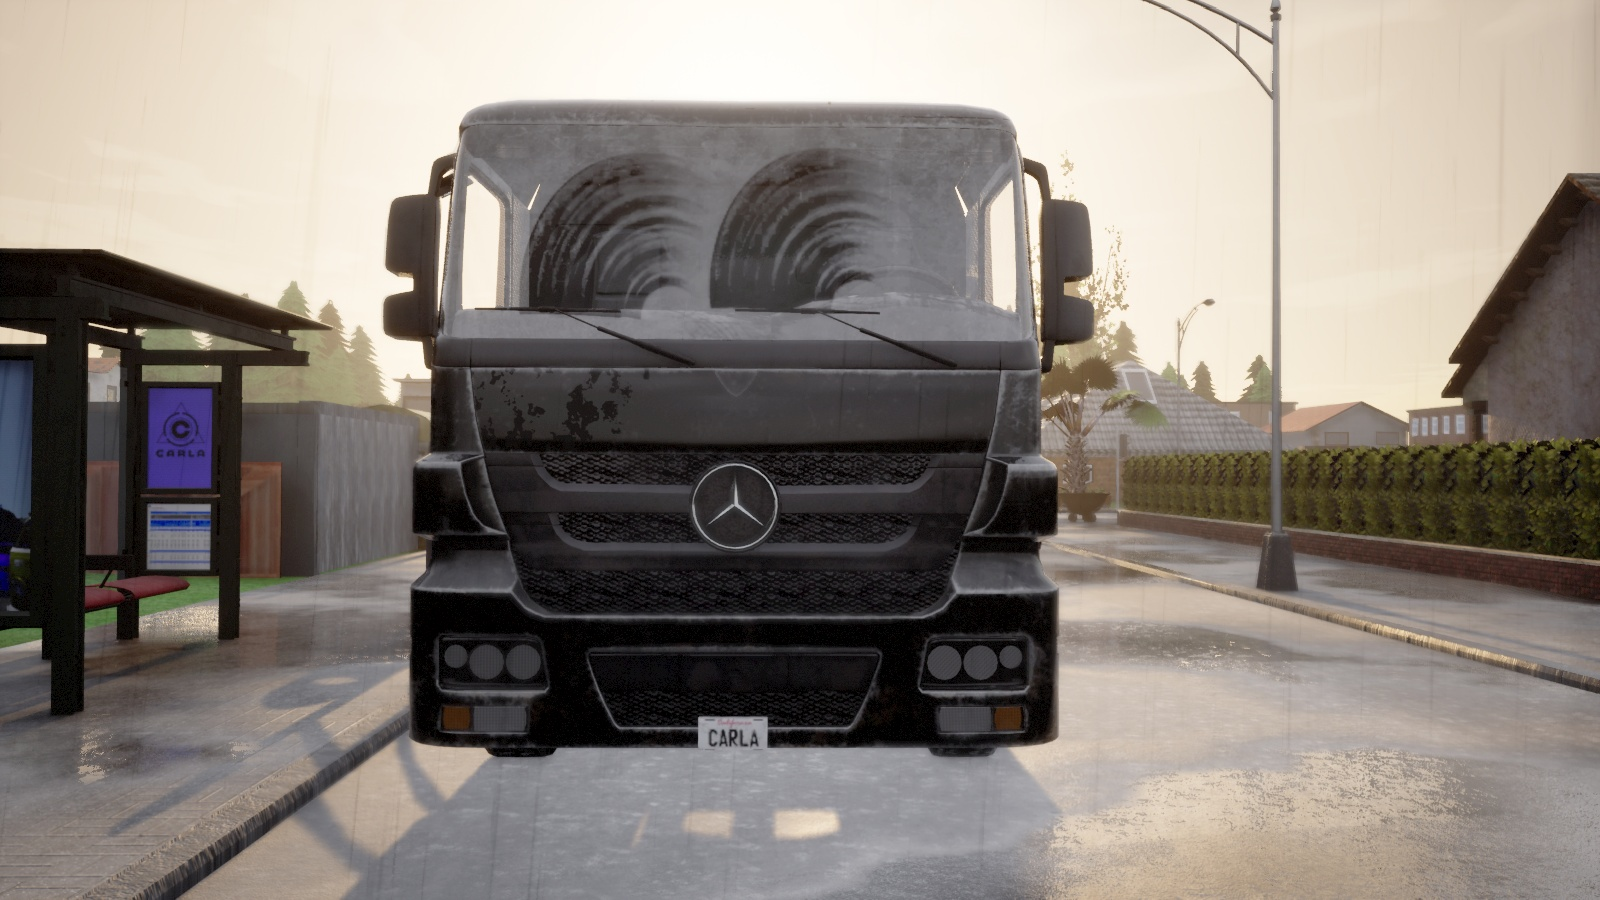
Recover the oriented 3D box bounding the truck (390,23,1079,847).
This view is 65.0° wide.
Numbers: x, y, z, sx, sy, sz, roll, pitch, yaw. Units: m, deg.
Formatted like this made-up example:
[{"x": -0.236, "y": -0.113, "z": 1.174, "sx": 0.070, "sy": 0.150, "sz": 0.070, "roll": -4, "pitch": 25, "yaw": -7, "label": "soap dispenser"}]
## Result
[{"x": -0.345, "y": -0.011, "z": 9.266, "sx": 2.891, "sy": 3.462, "sz": 7.936, "roll": 0, "pitch": -1, "yaw": -1, "label": "truck"}]
